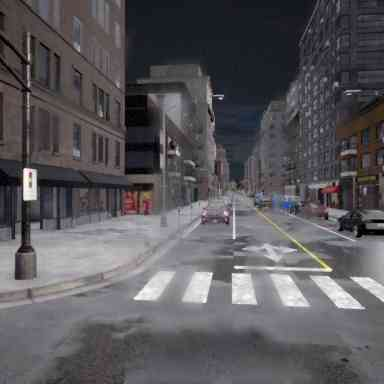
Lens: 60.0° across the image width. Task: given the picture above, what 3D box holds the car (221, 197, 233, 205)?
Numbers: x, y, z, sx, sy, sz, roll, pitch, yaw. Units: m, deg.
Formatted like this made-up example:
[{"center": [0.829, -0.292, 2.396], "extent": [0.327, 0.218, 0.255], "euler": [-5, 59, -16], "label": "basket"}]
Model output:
[{"center": [6.598, 1.584, 62.216], "extent": [2.008, 1.369, 4.403], "euler": [0, 0, 7], "label": "car"}]

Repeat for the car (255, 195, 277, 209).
[{"center": [9.872, 1.526, 44.734], "extent": [1.837, 1.490, 4.892], "euler": [0, 0, 8], "label": "car"}]

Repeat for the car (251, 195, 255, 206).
[{"center": [11.131, 1.635, 55.101], "extent": [1.895, 1.301, 4.718], "euler": [0, 0, 7], "label": "car"}]

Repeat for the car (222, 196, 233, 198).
[{"center": [3.837, 1.557, 40.346], "extent": [2.008, 1.369, 4.403], "euler": [0, 0, 7], "label": "car"}]

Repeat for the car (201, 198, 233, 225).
[{"center": [1.766, 1.438, 23.944], "extent": [1.967, 1.590, 4.097], "euler": [0, 0, 7], "label": "car"}]

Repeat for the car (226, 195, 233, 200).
[{"center": [10.741, 1.644, 95.021], "extent": [1.947, 1.339, 4.313], "euler": [0, 0, 7], "label": "car"}]

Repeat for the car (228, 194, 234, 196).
[{"center": [5.217, 1.458, 51.281], "extent": [1.967, 1.590, 4.097], "euler": [0, 0, 7], "label": "car"}]

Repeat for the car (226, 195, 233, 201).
[{"center": [10.051, 1.616, 89.554], "extent": [1.887, 1.381, 4.507], "euler": [0, 0, 7], "label": "car"}]

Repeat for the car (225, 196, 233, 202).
[{"center": [8.670, 1.639, 78.618], "extent": [1.802, 1.307, 4.206], "euler": [0, 0, 7], "label": "car"}]

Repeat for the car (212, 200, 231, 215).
[{"center": [3.146, 1.584, 34.879], "extent": [1.802, 1.307, 4.206], "euler": [0, 0, 7], "label": "car"}]

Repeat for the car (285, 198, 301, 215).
[{"center": [11.108, 1.582, 33.874], "extent": [1.947, 1.339, 4.313], "euler": [0, 0, 7], "label": "car"}]

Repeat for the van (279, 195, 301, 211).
[{"center": [11.799, 1.362, 39.341], "extent": [1.690, 1.788, 3.998], "euler": [0, 0, 7], "label": "van"}]

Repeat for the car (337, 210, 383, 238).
[{"center": [9.037, 1.577, 17.471], "extent": [1.947, 1.339, 4.313], "euler": [0, 0, 7], "label": "car"}]

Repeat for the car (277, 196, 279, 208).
[{"center": [12.489, 1.577, 44.808], "extent": [2.008, 1.369, 4.403], "euler": [0, 0, 7], "label": "car"}]

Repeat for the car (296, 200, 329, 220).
[{"center": [10.418, 1.595, 28.407], "extent": [1.802, 1.307, 4.206], "euler": [0, 0, 7], "label": "car"}]
